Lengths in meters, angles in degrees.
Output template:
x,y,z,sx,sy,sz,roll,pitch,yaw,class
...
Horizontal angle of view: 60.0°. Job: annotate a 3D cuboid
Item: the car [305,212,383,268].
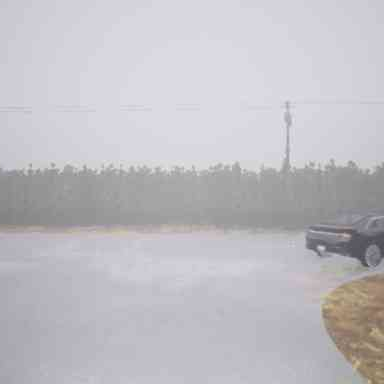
x,y,z,sx,sy,sz,roll,pitch,yaw,class
5.935,1.413,10.872,4.902,1.511,2.128,0,0,-28,car
